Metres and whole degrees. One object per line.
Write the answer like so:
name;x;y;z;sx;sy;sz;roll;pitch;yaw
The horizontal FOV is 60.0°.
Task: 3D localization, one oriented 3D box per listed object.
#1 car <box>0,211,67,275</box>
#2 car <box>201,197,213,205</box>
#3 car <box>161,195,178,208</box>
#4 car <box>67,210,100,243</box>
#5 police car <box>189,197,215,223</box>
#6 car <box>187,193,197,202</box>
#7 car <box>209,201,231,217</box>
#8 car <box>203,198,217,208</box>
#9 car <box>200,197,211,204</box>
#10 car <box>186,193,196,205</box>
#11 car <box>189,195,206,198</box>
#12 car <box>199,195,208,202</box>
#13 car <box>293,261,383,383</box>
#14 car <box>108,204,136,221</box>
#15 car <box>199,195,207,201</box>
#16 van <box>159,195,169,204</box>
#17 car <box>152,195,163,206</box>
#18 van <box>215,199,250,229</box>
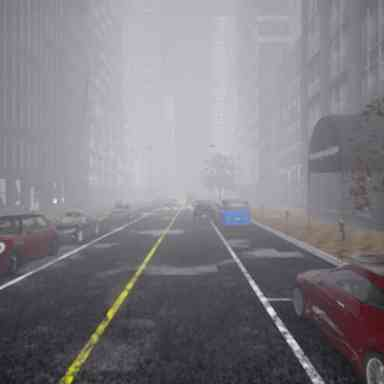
car;-5.691;1.457;10.211;1.967;1.590;4.097;0;0;0
car;2.689;1.627;61.440;2.008;1.369;4.403;0;0;0
car;-3.082;1.615;50.447;2.033;1.411;5.357;0;0;0
car;-5.691;1.575;15.903;2.008;1.369;4.403;0;0;0
police car;0.899;1.462;25.722;1.930;1.638;5.238;0;0;0
car;-0.002;1.183;76.389;2.150;2.045;5.566;0;0;0
car;2.689;1.628;32.977;1.802;1.307;4.206;0;0;0
car;2.689;1.649;50.055;1.802;1.307;4.206;0;0;0
car;2.689;1.629;67.132;2.008;1.369;4.403;0;0;0
car;-0.001;1.428;61.329;2.097;1.767;4.553;0;0;0
car;0.899;1.513;41.802;1.801;1.575;5.366;0;0;0
car;2.690;1.515;78.517;1.967;1.590;4.097;0;0;0
car;2.690;1.591;4.516;1.802;1.307;4.206;0;0;0
car;-5.691;1.621;27.288;1.802;1.307;4.206;0;0;0
car;2.689;1.514;84.209;1.967;1.590;4.097;0;0;0
van;-5.691;1.419;67.136;1.690;1.788;3.998;0;0;0
car;-5.691;1.624;55.751;2.008;1.369;4.403;0;0;0
van;2.690;1.373;21.593;1.690;1.788;3.998;0;0;0
